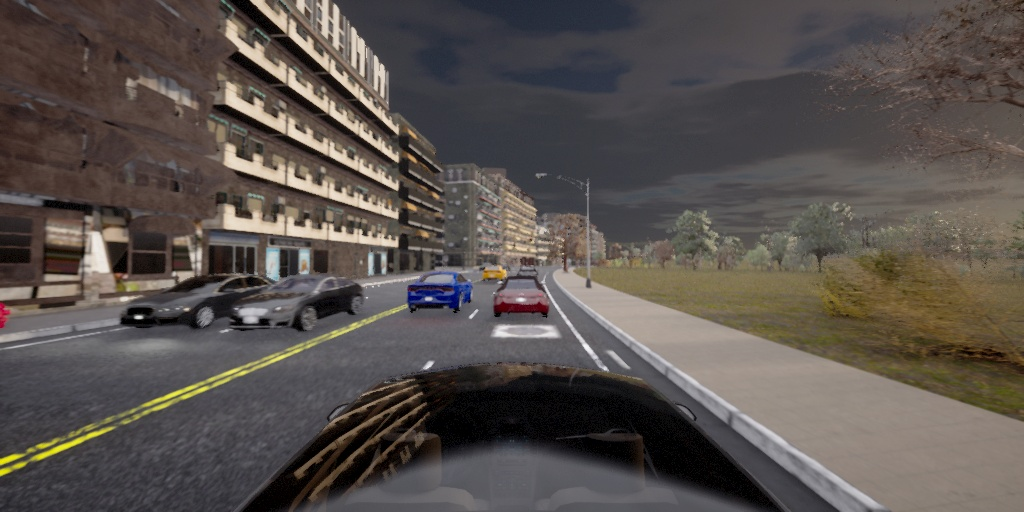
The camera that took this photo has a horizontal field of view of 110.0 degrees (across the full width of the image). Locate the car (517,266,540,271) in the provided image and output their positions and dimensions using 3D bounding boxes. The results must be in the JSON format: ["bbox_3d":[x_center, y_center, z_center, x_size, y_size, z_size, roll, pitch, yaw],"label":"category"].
[{"bbox_3d":[1.503,1.661,33.317,2.128,1.511,4.902,0,-1,5],"label":"car"}]

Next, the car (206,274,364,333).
[{"bbox_3d":[-6.428,1.357,11.362,2.128,1.511,4.902,0,-1,2],"label":"car"}]

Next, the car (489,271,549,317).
[{"bbox_3d":[0.377,1.466,14.036,1.994,1.385,4.181,0,-1,2],"label":"car"}]

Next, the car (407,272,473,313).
[{"bbox_3d":[-2.837,1.392,15.068,1.882,1.535,5.008,0,-1,2],"label":"car"}]

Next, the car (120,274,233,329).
[{"bbox_3d":[-9.666,1.374,11.775,1.837,1.490,4.892,0,-1,2],"label":"car"}]

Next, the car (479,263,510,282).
[{"bbox_3d":[-1.624,1.670,34.981,1.882,1.535,5.008,0,-1,5],"label":"car"}]
